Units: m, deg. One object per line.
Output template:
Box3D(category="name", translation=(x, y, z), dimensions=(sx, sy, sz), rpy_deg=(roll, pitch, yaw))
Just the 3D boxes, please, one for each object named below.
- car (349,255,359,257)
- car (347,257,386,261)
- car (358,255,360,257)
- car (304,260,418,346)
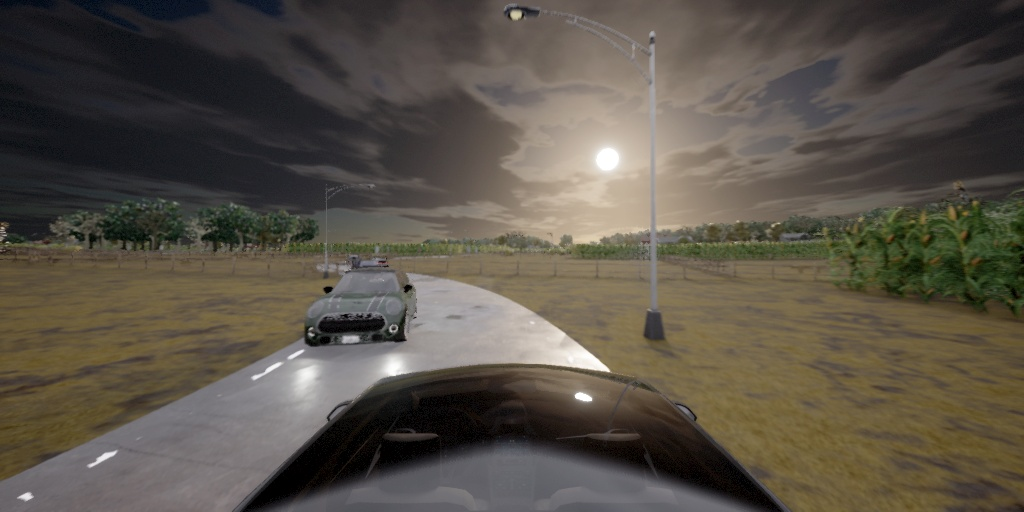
Box3D(category="car", translation=(-23.394, 0.526, 53.307), dimensions=(1.837, 1.490, 4.892), rpy_deg=(0, 1, -21))
Box3D(category="car", translation=(-13.040, 1.062, 32.293), dimensions=(2.033, 1.411, 5.357), rpy_deg=(0, 1, -36))
Box3D(category="car", translation=(-15.110, 0.871, 39.761), dimensions=(1.837, 1.490, 4.892), rpy_deg=(0, 2, -38))
Box3D(category="car", translation=(-3.736, 1.127, 9.616), dimensions=(2.097, 1.767, 4.553), rpy_deg=(0, 0, -11))
